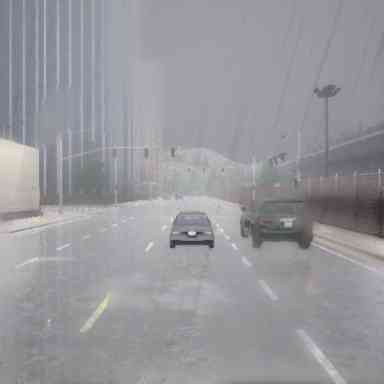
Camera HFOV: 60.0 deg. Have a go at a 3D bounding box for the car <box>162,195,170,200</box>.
[{"bbox_3d":[-7.000,1.476,91.759,1.837,1.490,4.892,0,0,0],"label":"car"}]

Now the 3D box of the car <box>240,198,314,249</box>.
[{"bbox_3d":[3.500,1.257,14.680,2.150,2.045,5.566,0,0,0],"label":"car"}]

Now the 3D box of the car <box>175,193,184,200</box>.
[{"bbox_3d":[-3.500,1.202,91.729,2.150,2.045,5.566,0,0,0],"label":"car"}]

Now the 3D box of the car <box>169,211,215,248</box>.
[{"bbox_3d":[0.000,1.562,14.650,2.033,1.411,5.357,0,0,0],"label":"car"}]
